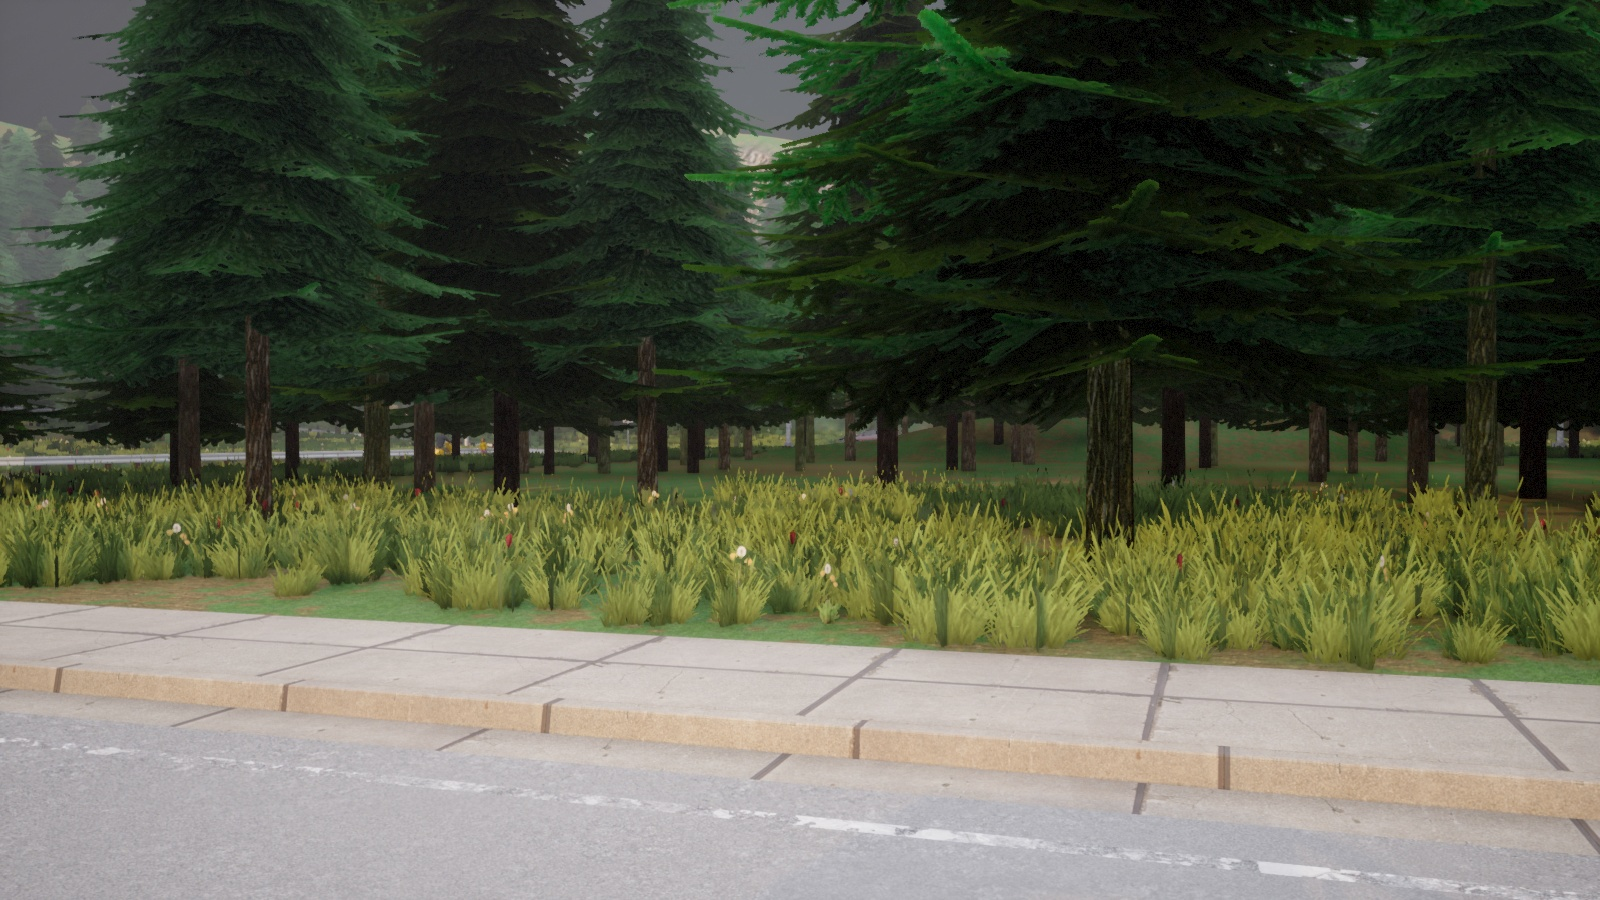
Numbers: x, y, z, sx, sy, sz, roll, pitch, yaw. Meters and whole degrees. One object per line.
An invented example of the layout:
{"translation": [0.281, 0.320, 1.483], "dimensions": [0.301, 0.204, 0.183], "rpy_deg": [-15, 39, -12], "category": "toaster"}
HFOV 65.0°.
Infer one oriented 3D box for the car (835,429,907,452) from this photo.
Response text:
{"translation": [5.103, -0.692, 90.389], "dimensions": [4.856, 1.649, 2.033], "rpy_deg": [0, 1, -7], "category": "car"}
